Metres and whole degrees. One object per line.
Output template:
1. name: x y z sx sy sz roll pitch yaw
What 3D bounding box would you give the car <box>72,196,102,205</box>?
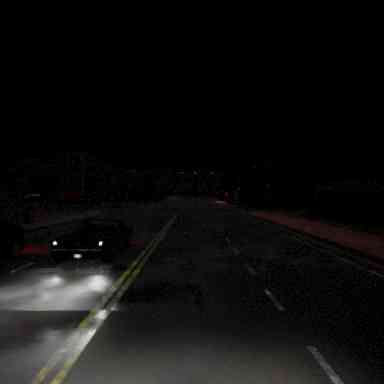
1. car: -21.455 1.706 68.333 4.605 1.855 1.932 0 0 0

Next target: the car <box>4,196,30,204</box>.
1. car: -38.863 1.993 73.946 3.806 1.475 1.970 0 0 0

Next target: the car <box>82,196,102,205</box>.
1. car: -21.398 1.732 71.227 3.866 1.878 1.905 0 0 0

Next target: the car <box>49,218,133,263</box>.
1. car: -3.547 1.703 12.533 1.895 1.301 4.718 0 0 0

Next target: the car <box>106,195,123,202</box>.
1. car: -21.418 1.891 90.851 3.866 1.878 1.905 0 0 0

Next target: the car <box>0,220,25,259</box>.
1. car: -7.063 1.560 10.140 1.882 1.535 5.008 0 -1 0
